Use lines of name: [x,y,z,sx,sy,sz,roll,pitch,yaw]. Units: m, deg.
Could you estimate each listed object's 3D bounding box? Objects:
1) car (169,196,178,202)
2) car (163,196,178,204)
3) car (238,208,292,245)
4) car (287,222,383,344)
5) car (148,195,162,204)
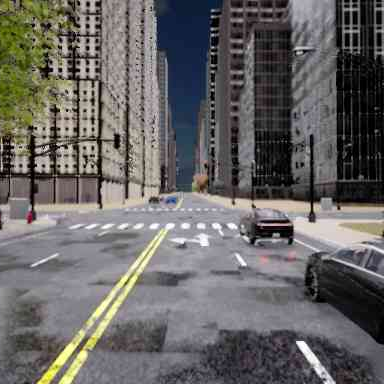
car: [-4.281,1.641,78.905,1.895,1.301,4.718,0,0,-1]
car: [-4.031,1.524,63.457,1.882,1.535,5.008,0,0,-1]
car: [3.348,1.511,15.627,2.128,1.511,4.902,0,0,0]
car: [3.350,1.498,5.329,2.128,1.511,4.902,0,0,0]
car: [-7.280,1.548,63.401,1.837,1.490,4.892,0,0,-1]
